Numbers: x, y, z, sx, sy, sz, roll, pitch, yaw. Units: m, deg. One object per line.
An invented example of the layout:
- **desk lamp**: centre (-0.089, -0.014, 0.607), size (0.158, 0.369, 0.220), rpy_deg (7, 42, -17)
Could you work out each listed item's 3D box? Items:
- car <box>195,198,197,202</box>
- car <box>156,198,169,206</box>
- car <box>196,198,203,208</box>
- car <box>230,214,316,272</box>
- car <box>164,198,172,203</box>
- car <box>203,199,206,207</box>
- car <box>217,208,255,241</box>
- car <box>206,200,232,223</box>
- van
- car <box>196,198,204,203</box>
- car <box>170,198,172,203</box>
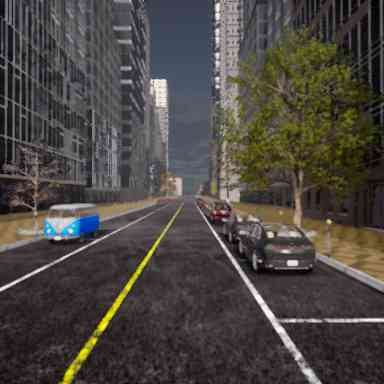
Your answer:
- **car**: centre (2.040, 2.115, 73.490), size (1.947, 1.339, 4.313), rpy_deg (0, 0, -1)
- **car**: centre (-6.289, 2.074, 67.729), size (1.887, 1.381, 4.507), rpy_deg (0, 0, -1)
- **car**: centre (2.194, 1.980, 56.415), size (1.887, 1.381, 4.507), rpy_deg (0, 0, -1)
- **car**: centre (2.604, 1.641, 10.878), size (2.008, 1.369, 4.403), rpy_deg (0, 0, -1)
- **car**: centre (-6.495, 2.240, 90.499), size (1.947, 1.339, 4.313), rpy_deg (0, 0, -1)
- **car**: centre (2.399, 1.709, 33.647), size (1.967, 1.590, 4.097), rpy_deg (0, 0, -1)
- **car**: centre (2.553, 1.688, 16.570), size (2.008, 1.369, 4.403), rpy_deg (0, 0, -1)
- **car**: centre (2.450, 1.665, 27.955), size (1.967, 1.590, 4.097), rpy_deg (0, 0, -1)
- **van**: centre (-5.828, 1.496, 16.500), size (1.690, 1.788, 3.998), rpy_deg (0, 0, -1)
- **car**: centre (1.937, 2.188, 84.874), size (1.947, 1.339, 4.313), rpy_deg (0, 0, -1)
- **car**: centre (-6.443, 2.184, 84.806), size (1.887, 1.381, 4.507), rpy_deg (0, 0, -1)
